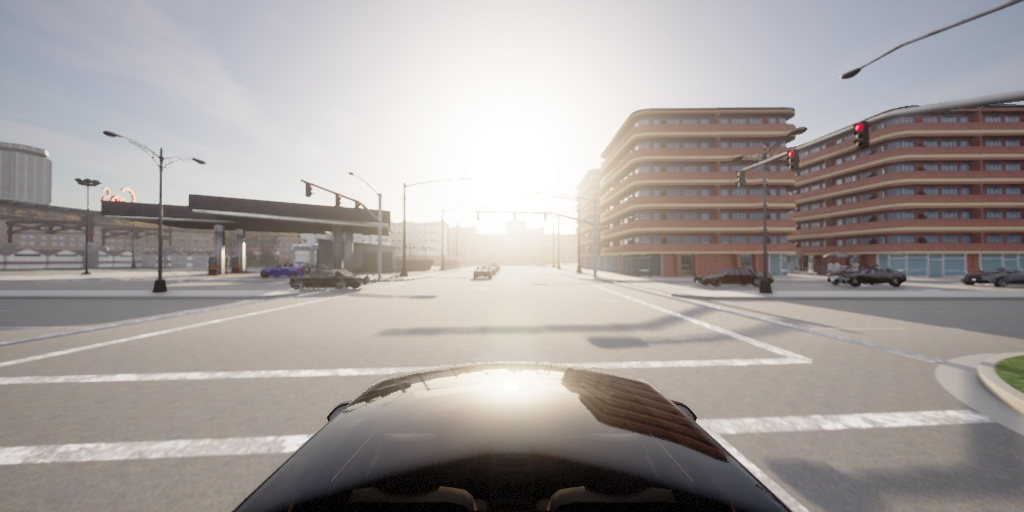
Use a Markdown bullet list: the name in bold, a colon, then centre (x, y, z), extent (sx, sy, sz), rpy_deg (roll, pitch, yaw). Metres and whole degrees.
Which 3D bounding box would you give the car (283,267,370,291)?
- **car**: centre (-12.171, 1.593, 23.868), extent (4.718, 1.301, 1.895), rpy_deg (0, -1, 4)

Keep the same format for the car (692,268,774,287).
- **car**: centre (16.610, 1.574, 27.022), extent (5.357, 1.411, 2.033), rpy_deg (0, -1, 1)

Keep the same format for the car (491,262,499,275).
- **car**: centre (-3.188, 1.825, 48.439), extent (1.994, 1.385, 4.181), rpy_deg (0, -1, 0)

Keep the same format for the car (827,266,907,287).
- **car**: centre (26.561, 1.517, 26.938), extent (4.902, 1.511, 2.128), rpy_deg (0, -1, 1)

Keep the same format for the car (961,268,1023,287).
- **car**: centre (36.565, 1.589, 26.856), extent (4.181, 1.385, 1.994), rpy_deg (0, -1, 0)

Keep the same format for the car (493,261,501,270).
- **car**: centre (-3.196, 1.971, 58.362), extent (1.895, 1.301, 4.718), rpy_deg (0, -1, 0)

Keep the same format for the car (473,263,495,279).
- **car**: centre (-3.090, 1.754, 38.525), extent (1.895, 1.301, 4.718), rpy_deg (0, -1, -1)
